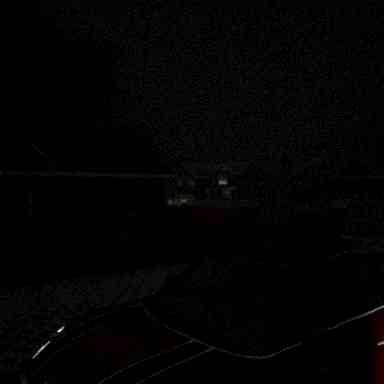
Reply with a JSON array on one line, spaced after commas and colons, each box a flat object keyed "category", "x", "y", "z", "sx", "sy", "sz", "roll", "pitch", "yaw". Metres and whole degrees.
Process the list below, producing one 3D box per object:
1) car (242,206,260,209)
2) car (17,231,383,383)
[{"category": "car", "x": 5.321, "y": 1.913, "z": 27.803, "sx": 2.033, "sy": 1.411, "sz": 5.357, "roll": -1, "pitch": 0, "yaw": -36}, {"category": "car", "x": 0.696, "y": 1.375, "z": 3.445, "sx": 4.553, "sy": 1.767, "sz": 2.097, "roll": 1, "pitch": 0, "yaw": -35}]
